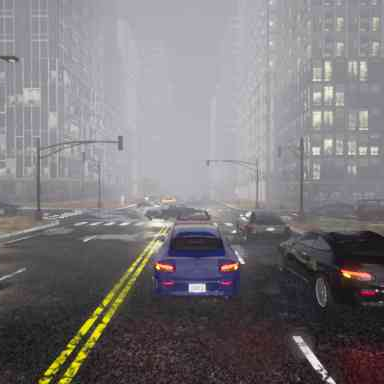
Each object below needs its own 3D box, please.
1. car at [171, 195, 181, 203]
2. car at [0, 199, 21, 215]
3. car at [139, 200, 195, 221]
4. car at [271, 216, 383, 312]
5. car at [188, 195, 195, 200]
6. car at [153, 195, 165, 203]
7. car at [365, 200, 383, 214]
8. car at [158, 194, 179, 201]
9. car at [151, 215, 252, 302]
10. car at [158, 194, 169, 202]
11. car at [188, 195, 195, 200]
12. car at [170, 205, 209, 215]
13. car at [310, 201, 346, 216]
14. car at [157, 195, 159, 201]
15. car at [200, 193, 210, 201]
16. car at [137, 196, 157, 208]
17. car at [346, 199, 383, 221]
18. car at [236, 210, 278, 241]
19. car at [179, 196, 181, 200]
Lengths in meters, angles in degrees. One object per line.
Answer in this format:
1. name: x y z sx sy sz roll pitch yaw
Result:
1. car: -3.360 1.418 69.124 1.882 1.535 5.008 0 0 0
2. car: -18.509 1.358 30.991 4.892 1.490 1.837 1 1 2
3. car: -1.846 1.651 27.560 1.895 1.301 4.718 0 0 34
4. car: 3.340 1.522 7.590 1.812 1.442 4.674 0 0 0
5. car: -0.141 1.505 89.114 1.895 1.301 4.718 0 0 0
6. car: -6.630 1.448 66.911 1.837 1.490 4.892 0 0 0
7. car: 21.754 1.643 36.199 4.829 1.417 1.752 1 0 1
8. car: -3.421 1.442 49.218 1.882 1.535 5.008 0 0 0
9. car: 0.088 1.522 8.155 1.812 1.442 4.674 0 0 0
10. car: -6.622 1.285 76.836 2.097 1.767 4.553 0 0 0
11. car: -0.125 1.467 78.959 2.033 1.411 5.357 0 0 0
12. car: 0.075 1.591 17.321 1.895 1.301 4.718 0 0 0
13. car: 14.239 1.656 33.780 4.181 1.385 1.994 0 1 2
14. car: -6.672 1.460 57.557 1.837 1.490 4.892 0 0 0
15. car: 3.126 1.144 78.702 2.150 2.045 5.566 0 0 0
16. car: -6.673 1.513 47.819 2.033 1.411 5.357 0 0 0
17. car: 16.158 1.520 27.904 5.009 1.841 2.192 1 0 1
18. car: 3.329 1.555 16.159 1.994 1.385 4.181 0 0 -1
19. car: -3.420 1.555 58.596 1.895 1.301 4.718 0 0 0
